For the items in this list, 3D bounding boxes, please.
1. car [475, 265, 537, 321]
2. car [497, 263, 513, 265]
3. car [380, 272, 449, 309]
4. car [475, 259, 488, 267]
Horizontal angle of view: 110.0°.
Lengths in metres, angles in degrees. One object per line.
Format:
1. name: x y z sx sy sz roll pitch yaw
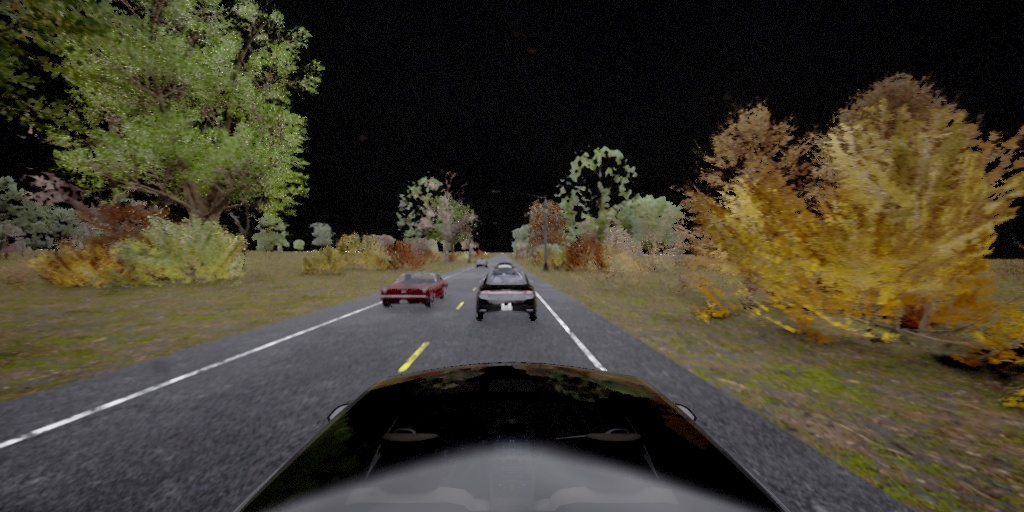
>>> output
1. car: -0.200 1.245 12.504 2.128 1.511 4.902 0 0 -1
2. car: -0.606 1.278 30.365 1.812 1.442 4.674 0 0 -1
3. car: -3.956 1.352 15.177 1.895 1.301 4.718 0 0 -1
4. car: -4.886 1.225 58.156 1.837 1.490 4.892 0 0 -1
